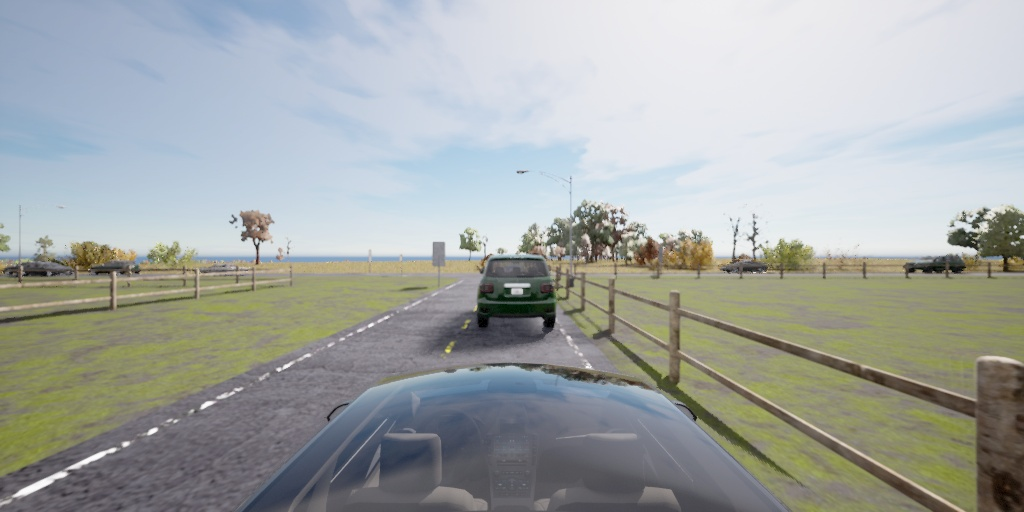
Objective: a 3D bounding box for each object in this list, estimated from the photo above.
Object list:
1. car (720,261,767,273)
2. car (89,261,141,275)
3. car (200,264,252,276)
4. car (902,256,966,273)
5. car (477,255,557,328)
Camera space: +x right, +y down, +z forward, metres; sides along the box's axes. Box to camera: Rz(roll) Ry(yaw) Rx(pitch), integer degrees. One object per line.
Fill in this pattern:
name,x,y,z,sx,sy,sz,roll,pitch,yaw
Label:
car,27.036,1.297,41.973,4.892,1.490,1.837,0,0,1
car,-47.114,1.346,42.592,4.553,1.767,2.097,0,0,1
car,-31.338,1.538,39.551,4.718,1.301,1.895,0,0,1
car,49.000,0.981,41.682,5.566,2.045,2.150,0,0,1
car,0.112,0.996,11.612,2.150,2.045,5.566,0,0,0
